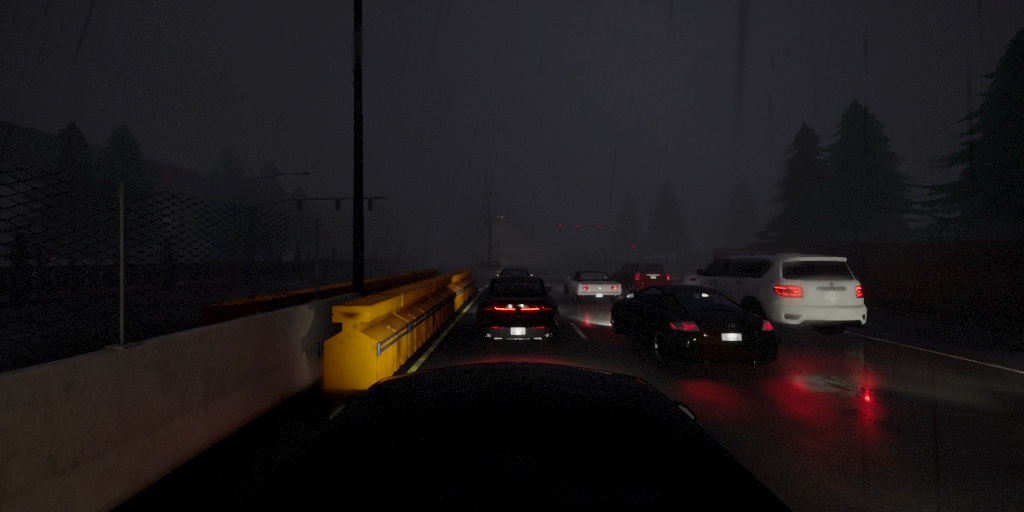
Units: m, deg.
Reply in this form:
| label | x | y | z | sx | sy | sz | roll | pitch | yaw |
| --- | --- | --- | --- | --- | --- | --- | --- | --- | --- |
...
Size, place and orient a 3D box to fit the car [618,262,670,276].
| label | x | y | z | sx | sy | sz | roll | pitch | yaw |
| --- | --- | --- | --- | --- | --- | --- | --- | --- | --- |
| car | 7.150 | 1.102 | 20.243 | 2.097 | 1.767 | 4.553 | 0 | 0 | 0 |

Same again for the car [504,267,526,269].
| label | x | y | z | sx | sy | sz | roll | pitch | yaw |
| --- | --- | --- | --- | --- | --- | --- | --- | --- | --- |
| car | 0.145 | 1.297 | 19.105 | 2.033 | 1.411 | 5.357 | 0 | 0 | 0 |

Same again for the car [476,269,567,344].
| label | x | y | z | sx | sy | sz | roll | pitch | yaw |
| --- | --- | --- | --- | --- | --- | --- | --- | --- | --- |
| car | 0.121 | 1.255 | 9.587 | 1.837 | 1.490 | 4.892 | 0 | 0 | 0 |

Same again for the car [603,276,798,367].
| label | x | y | z | sx | sy | sz | roll | pitch | yaw |
| --- | --- | --- | --- | --- | --- | --- | --- | --- | --- |
| car | 3.625 | 1.314 | 7.958 | 1.994 | 1.385 | 4.181 | 0 | 0 | -1 |

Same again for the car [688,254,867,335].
| label | x | y | z | sx | sy | sz | roll | pitch | yaw |
| --- | --- | --- | --- | --- | --- | --- | --- | --- | --- |
| car | 7.125 | 0.971 | 10.657 | 2.150 | 2.045 | 5.566 | 0 | 0 | 0 |

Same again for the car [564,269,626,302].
| label | x | y | z | sx | sy | sz | roll | pitch | yaw |
| --- | --- | --- | --- | --- | --- | --- | --- | --- | --- |
| car | 3.642 | 1.351 | 17.139 | 1.895 | 1.301 | 4.718 | 0 | 0 | 0 |
